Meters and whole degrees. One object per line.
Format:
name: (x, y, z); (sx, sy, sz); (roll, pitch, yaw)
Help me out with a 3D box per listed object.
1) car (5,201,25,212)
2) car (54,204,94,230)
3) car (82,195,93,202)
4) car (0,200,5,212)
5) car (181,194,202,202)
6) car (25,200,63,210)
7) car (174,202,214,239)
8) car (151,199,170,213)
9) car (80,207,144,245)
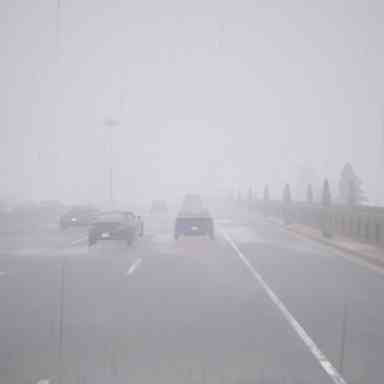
car: (-17.742, 1.606, 35.777); (1.994, 1.385, 4.181); (0, 0, -2)
car: (-6.897, 1.577, 21.456); (1.994, 1.385, 4.181); (0, 0, 0)
car: (-23.406, 1.369, 74.496); (2.097, 1.767, 4.553); (0, 0, -24)
car: (-21.199, 1.517, 34.806); (1.882, 1.535, 5.008); (0, 0, -2)
car: (-0.021, 1.264, 36.842); (2.150, 2.045, 5.566); (0, 0, -2)
car: (-14.177, 1.539, 32.922); (1.837, 1.490, 4.892); (0, 0, -1)
car: (0.104, 1.486, 17.420); (1.882, 1.535, 5.008); (0, 0, 0)
car: (-3.553, 1.536, 37.207); (2.128, 1.511, 4.902); (0, 0, -2)
car: (-3.411, 1.532, 15.412); (1.812, 1.442, 4.674); (0, 0, 0)
